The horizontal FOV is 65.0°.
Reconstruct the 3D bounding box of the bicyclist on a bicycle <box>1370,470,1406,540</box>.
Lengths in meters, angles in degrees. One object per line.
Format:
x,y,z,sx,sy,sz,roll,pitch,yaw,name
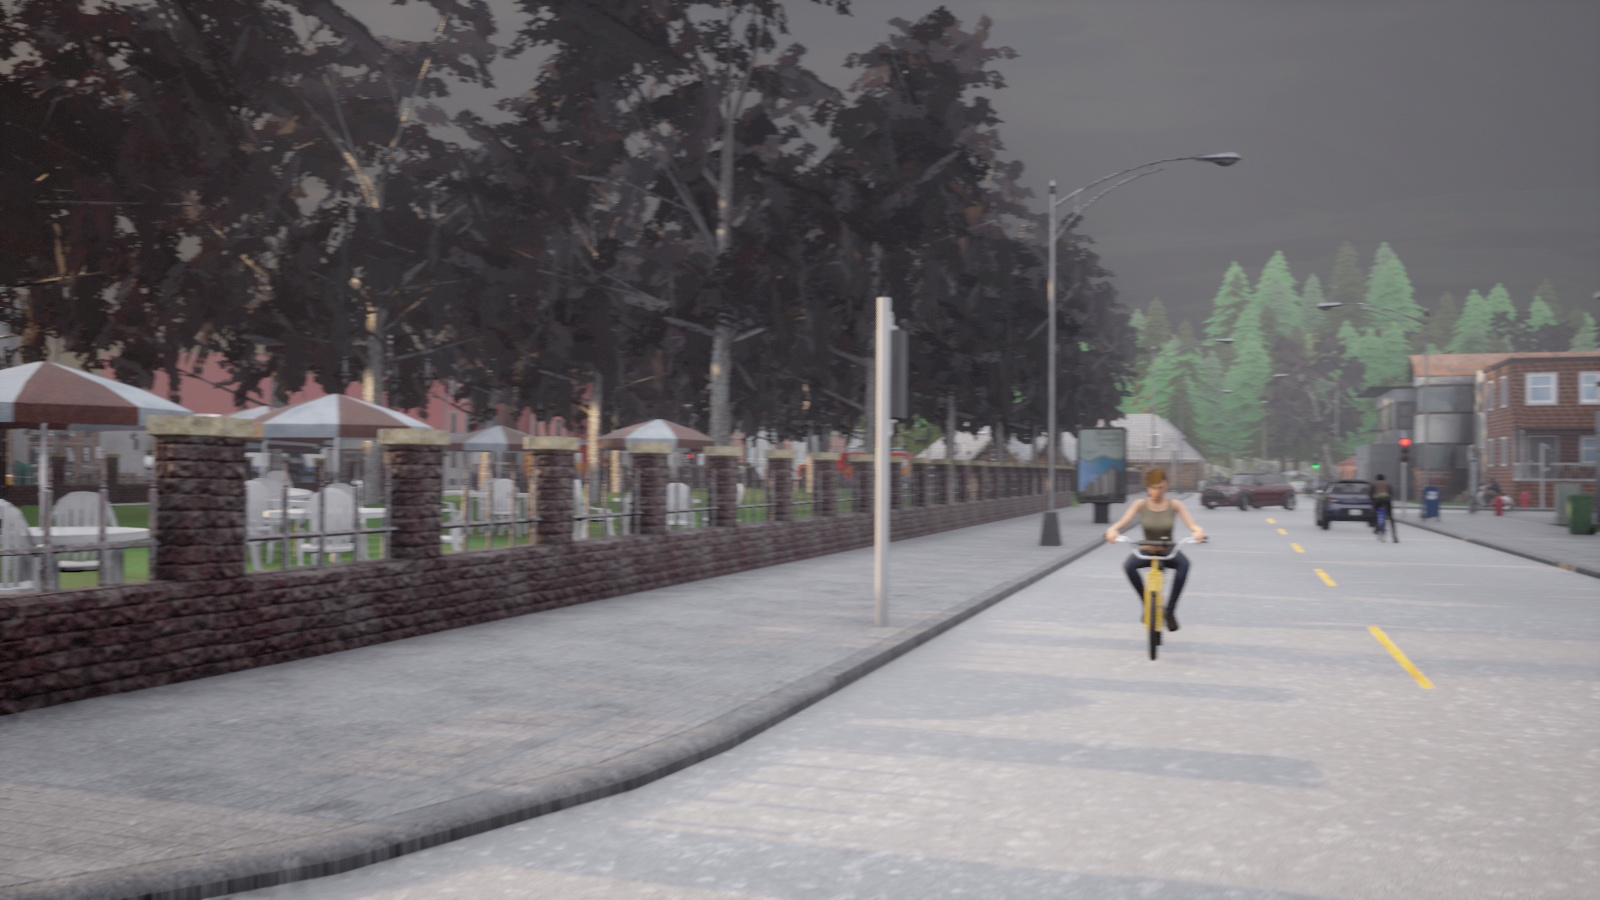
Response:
13.925,1.288,29.768,0.582,1.620,1.656,0,-1,19,bicyclist on a bicycle

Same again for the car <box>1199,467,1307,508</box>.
20.271,1.649,56.176,4.553,1.767,2.097,1,-1,-31,car

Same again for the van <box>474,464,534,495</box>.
-19.627,1.968,83.468,1.775,1.987,4.442,0,-1,19,van

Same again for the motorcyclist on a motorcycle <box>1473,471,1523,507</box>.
31.669,1.770,56.996,1.817,1.590,0.866,0,-1,19,motorcyclist on a motorcycle

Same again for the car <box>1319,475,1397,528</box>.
16.647,1.485,37.624,1.816,1.474,4.193,0,-1,19,car

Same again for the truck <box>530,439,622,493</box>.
-16.435,1.210,92.680,2.891,3.827,8.468,0,-1,19,truck

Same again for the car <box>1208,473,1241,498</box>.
26.297,2.179,77.849,1.816,1.474,4.193,0,-1,17,car

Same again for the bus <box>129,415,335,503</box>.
-29.742,0.540,66.523,3.944,4.253,10.273,0,-1,19,bus

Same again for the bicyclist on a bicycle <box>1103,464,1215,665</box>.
3.158,0.941,10.963,0.866,1.612,1.509,0,-1,19,bicyclist on a bicycle
